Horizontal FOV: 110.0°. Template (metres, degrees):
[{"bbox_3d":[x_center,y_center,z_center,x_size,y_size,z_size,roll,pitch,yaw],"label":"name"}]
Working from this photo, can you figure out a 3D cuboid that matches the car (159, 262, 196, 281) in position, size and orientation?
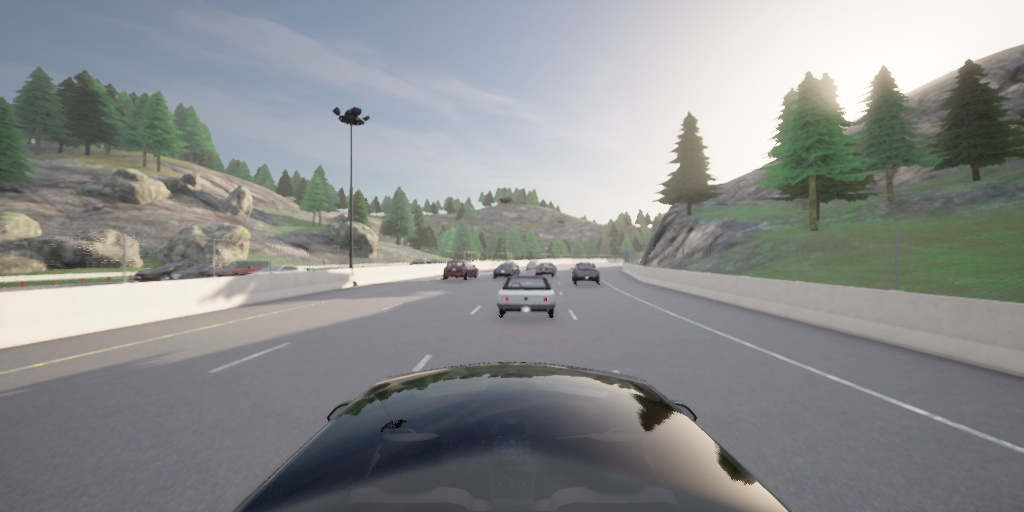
[{"bbox_3d":[-22.895,1.260,27.138,2.128,1.511,4.902,0,0,7],"label":"car"}]

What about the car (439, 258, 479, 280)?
[{"bbox_3d":[-4.409,1.151,31.560,2.097,1.767,4.553,0,0,9],"label":"car"}]

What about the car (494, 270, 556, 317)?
[{"bbox_3d":[0.575,1.373,13.342,1.895,1.301,4.718,0,0,4],"label":"car"}]

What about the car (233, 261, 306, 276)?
[{"bbox_3d":[-16.148,1.298,24.683,1.812,1.442,4.674,0,0,7],"label":"car"}]

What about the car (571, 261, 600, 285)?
[{"bbox_3d":[5.494,1.293,26.960,2.128,1.511,4.902,0,0,8],"label":"car"}]

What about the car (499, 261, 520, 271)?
[{"bbox_3d":[-0.334,1.402,50.780,1.994,1.385,4.181,0,0,15],"label":"car"}]

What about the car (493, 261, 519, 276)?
[{"bbox_3d":[-0.448,1.372,34.101,1.994,1.385,4.181,0,0,10],"label":"car"}]

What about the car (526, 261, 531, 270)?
[{"bbox_3d":[3.235,1.367,50.624,1.812,1.442,4.674,0,0,15],"label":"car"}]

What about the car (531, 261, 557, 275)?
[{"bbox_3d":[3.546,1.365,36.712,2.033,1.411,5.357,0,0,11],"label":"car"}]

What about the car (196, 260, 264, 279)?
[{"bbox_3d":[-19.509,1.123,25.980,2.097,1.767,4.553,0,0,7],"label":"car"}]

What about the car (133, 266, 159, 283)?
[{"bbox_3d":[-26.311,1.271,27.991,1.837,1.490,4.892,0,0,7],"label":"car"}]
